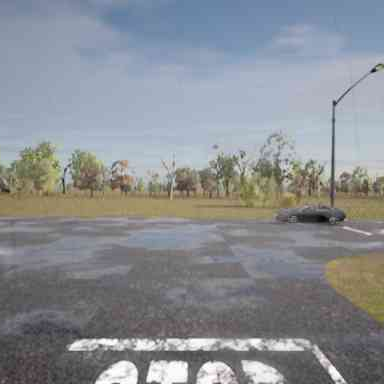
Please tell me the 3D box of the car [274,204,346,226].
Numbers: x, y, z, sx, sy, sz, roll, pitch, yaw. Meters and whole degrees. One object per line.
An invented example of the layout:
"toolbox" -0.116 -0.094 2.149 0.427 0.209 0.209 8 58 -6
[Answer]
"car" 8.406 1.588 23.796 4.902 1.511 2.128 1 1 0
